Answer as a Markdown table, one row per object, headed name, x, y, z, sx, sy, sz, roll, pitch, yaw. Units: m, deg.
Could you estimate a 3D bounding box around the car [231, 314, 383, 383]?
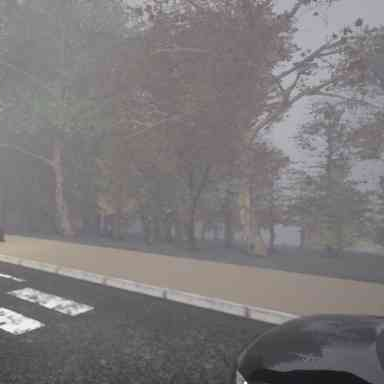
| name | x | y | z | sx | sy | sz | roll | pitch | yaw |
| --- | --- | --- | --- | --- | --- | --- | --- | --- | --- |
| car | 2.535 | 1.482 | 1.876 | 4.902 | 1.511 | 2.128 | -1 | 0 | 35 |
